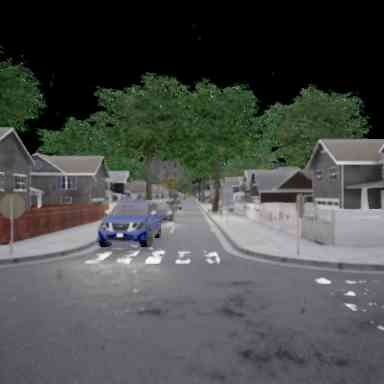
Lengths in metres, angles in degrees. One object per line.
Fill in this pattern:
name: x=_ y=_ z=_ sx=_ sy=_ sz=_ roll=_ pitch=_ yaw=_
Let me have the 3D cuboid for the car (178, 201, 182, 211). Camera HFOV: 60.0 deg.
car: x=-2.687 y=2.188 z=54.940 sx=2.097 sy=1.767 sz=4.553 roll=0 pitch=-1 yaw=0

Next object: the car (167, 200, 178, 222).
car: x=-2.714 y=1.815 z=30.961 sx=2.097 sy=1.767 sz=4.553 roll=0 pitch=-1 yaw=0

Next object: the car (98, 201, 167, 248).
car: x=-2.831 y=1.465 z=16.463 sx=2.150 sy=2.045 sz=5.566 roll=0 pitch=-1 yaw=3
